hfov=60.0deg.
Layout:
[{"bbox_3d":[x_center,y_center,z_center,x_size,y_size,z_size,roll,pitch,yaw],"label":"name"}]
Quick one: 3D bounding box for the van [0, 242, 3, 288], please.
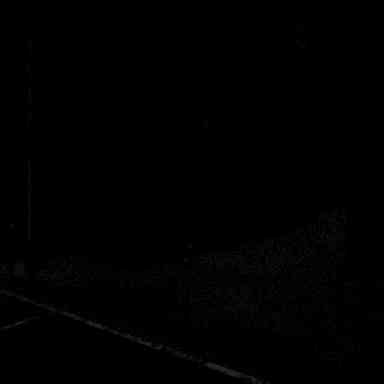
[{"bbox_3d":[-5.736,1.355,7.162,3.998,1.788,1.690,0,0,35],"label":"van"}]
